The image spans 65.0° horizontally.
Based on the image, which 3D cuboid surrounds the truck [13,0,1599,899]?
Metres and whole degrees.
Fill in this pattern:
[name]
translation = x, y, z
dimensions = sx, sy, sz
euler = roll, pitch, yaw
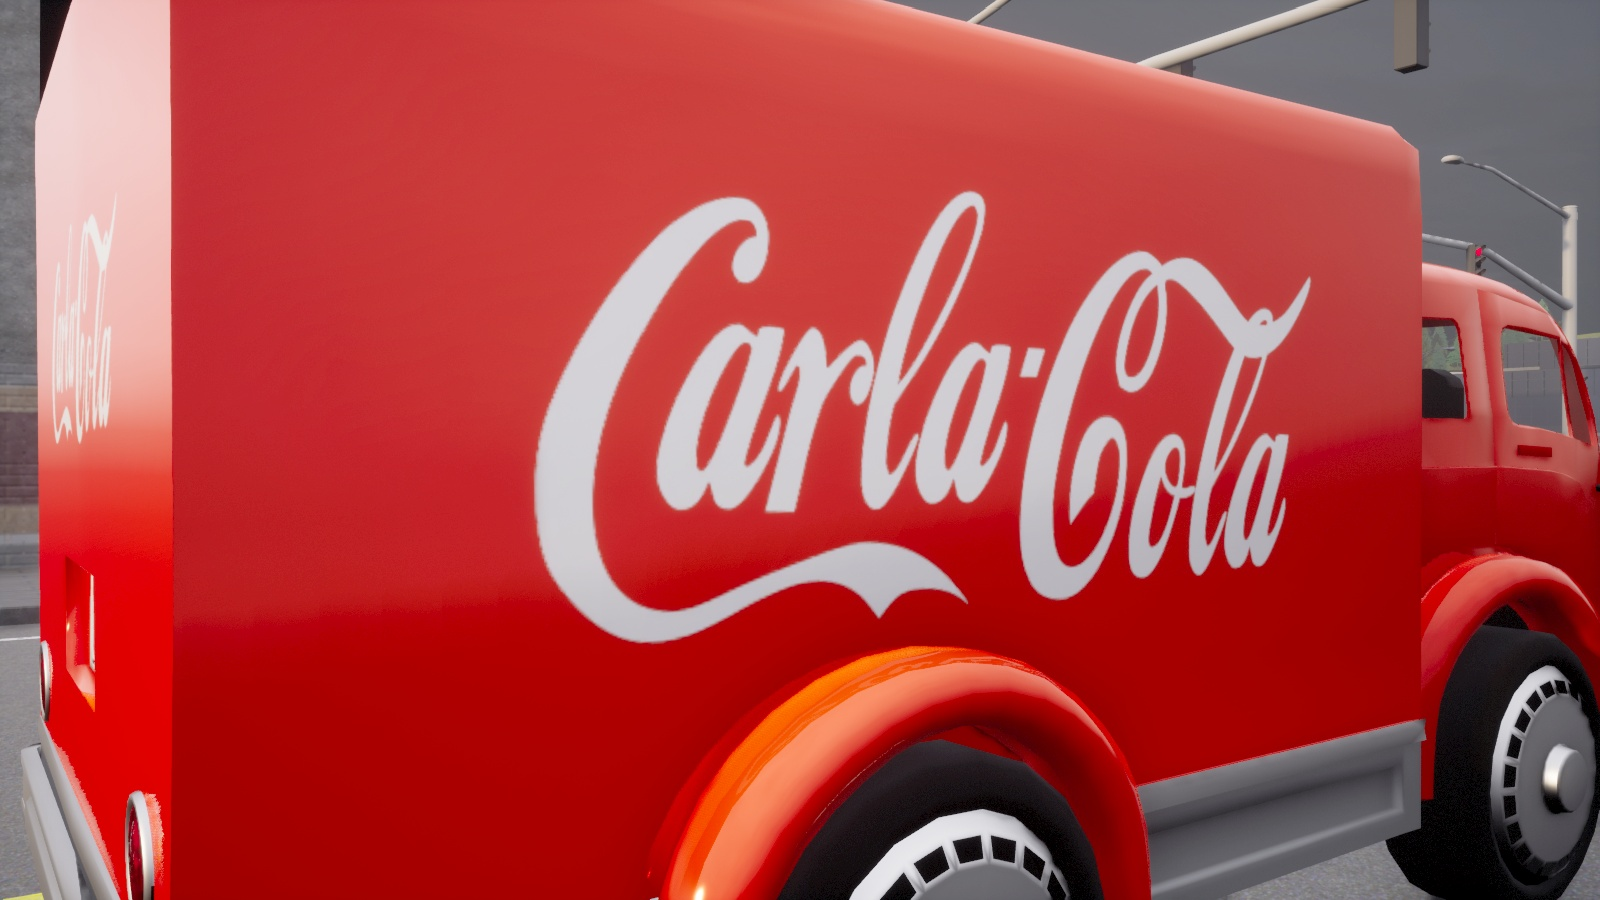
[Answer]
[truck]
translation = 0.591, 0.267, 4.070
dimensions = 5.204, 2.467, 2.627
euler = 0, 0, -35
